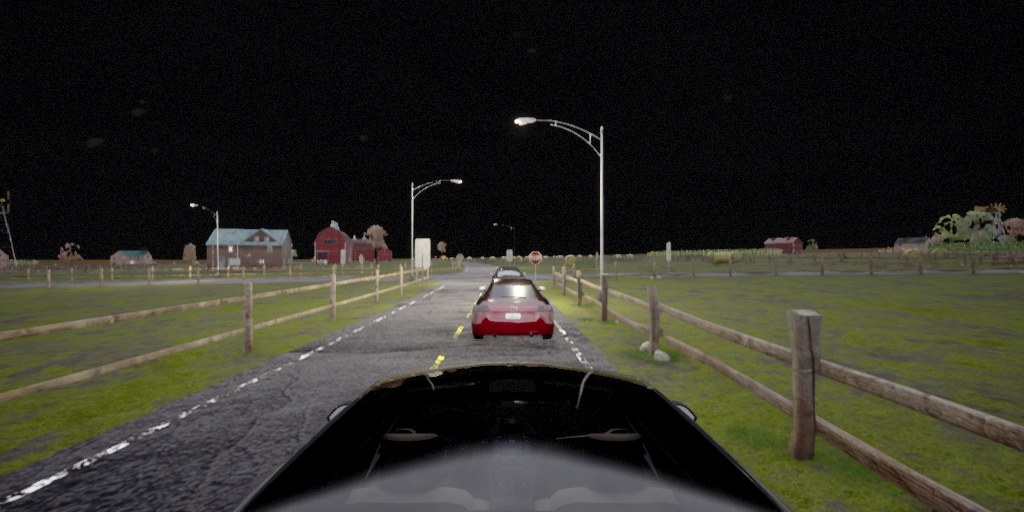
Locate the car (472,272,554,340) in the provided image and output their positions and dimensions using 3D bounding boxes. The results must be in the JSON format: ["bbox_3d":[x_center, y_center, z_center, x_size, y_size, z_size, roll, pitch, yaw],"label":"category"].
[{"bbox_3d":[0.009,1.323,10.050,1.994,1.385,4.181,0,0,0],"label":"car"}]

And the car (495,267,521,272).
[{"bbox_3d":[-0.195,1.300,19.010,1.812,1.442,4.674,0,0,-2],"label":"car"}]
